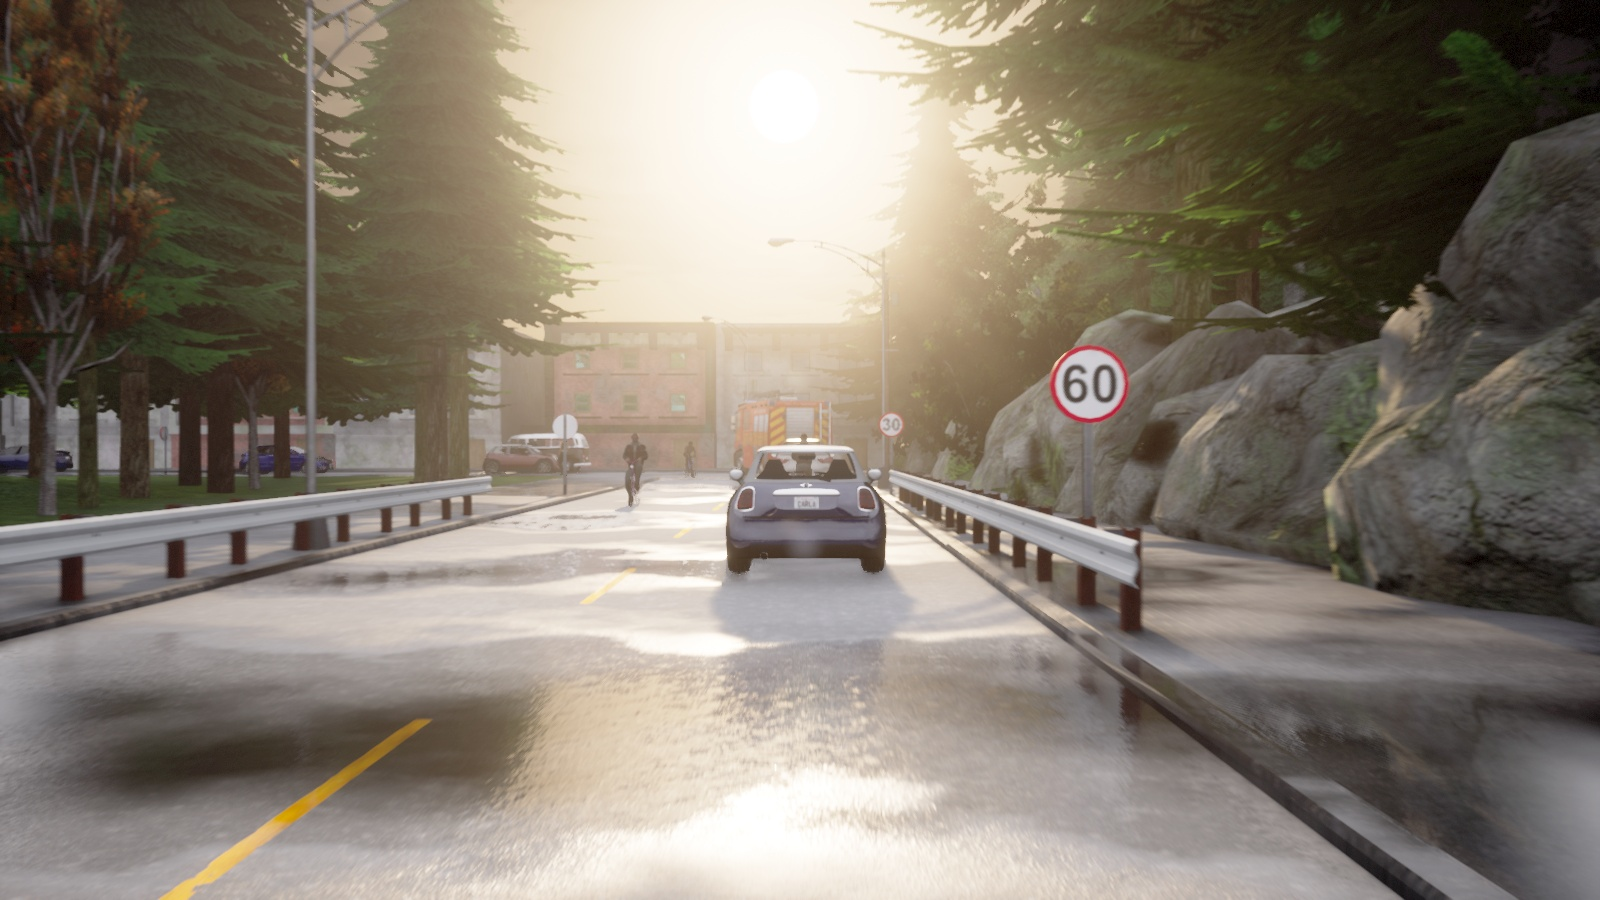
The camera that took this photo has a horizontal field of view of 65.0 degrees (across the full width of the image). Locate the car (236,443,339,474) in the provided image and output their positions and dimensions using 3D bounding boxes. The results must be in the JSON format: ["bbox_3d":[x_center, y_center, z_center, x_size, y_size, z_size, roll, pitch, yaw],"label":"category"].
[{"bbox_3d":[-24.708,0.418,60.625,4.193,1.474,1.816,0,0,0],"label":"car"}]

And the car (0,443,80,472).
[{"bbox_3d":[-40.152,0.369,64.738,4.792,1.488,2.163,0,0,0],"label":"car"}]

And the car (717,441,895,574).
[{"bbox_3d":[0.069,0.628,15.807,1.970,1.475,3.806,0,0,0],"label":"car"}]

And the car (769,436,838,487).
[{"bbox_3d":[0.113,0.360,43.423,2.242,1.667,4.611,0,0,0],"label":"car"}]

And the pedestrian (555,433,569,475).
[{"bbox_3d":[-10.408,0.156,54.982,0.345,1.836,0.594,0,0,-41],"label":"pedestrian"}]

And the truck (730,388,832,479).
[{"bbox_3d":[-1.006,-0.721,57.217,2.891,3.827,8.468,0,0,-13],"label":"truck"}]

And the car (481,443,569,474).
[{"bbox_3d":[-13.214,0.380,60.539,3.806,1.475,1.970,0,0,0],"label":"car"}]

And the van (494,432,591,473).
[{"bbox_3d":[-13.178,0.116,64.504,4.480,2.038,2.069,0,0,3],"label":"van"}]

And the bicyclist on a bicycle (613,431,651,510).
[{"bbox_3d":[-3.908,0.458,29.313,0.659,1.776,1.843,0,0,0],"label":"bicyclist on a bicycle"}]
